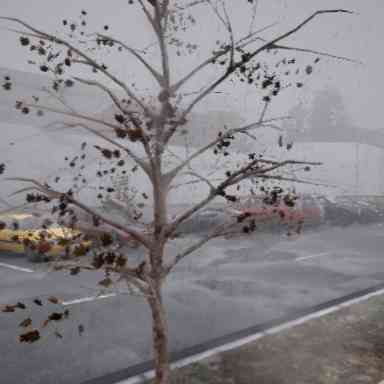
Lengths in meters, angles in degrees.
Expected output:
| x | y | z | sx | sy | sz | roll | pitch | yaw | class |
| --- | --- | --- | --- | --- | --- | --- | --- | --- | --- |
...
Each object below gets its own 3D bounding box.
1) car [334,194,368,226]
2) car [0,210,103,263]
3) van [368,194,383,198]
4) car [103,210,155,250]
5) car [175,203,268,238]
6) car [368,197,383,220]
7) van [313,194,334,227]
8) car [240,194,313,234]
| x | y | z | sx | sy | sz | roll | pitch | yaw | class |
| --- | --- | --- | --- | --- | --- | --- | --- | --- | --- |
| 8.536 | 1.147 | 22.635 | 5.566 | 2.045 | 2.435 | -1 | -1 | 35 | car |
| -5.923 | 1.487 | 12.167 | 5.366 | 1.575 | 1.946 | -1 | -1 | 35 | car |
| 13.274 | 1.128 | 26.167 | 4.442 | 1.987 | 1.878 | -1 | 0 | 35 | van |
| -3.621 | 1.516 | 13.982 | 4.792 | 1.488 | 2.163 | -1 | -1 | 35 | car |
| 1.220 | 1.501 | 17.453 | 4.674 | 1.452 | 2.002 | -1 | 0 | 35 | car |
| 10.948 | 1.376 | 24.369 | 4.892 | 1.521 | 2.231 | -1 | 0 | 35 | car |
| 6.178 | 1.194 | 20.855 | 4.442 | 1.987 | 1.878 | -1 | -1 | 35 | van |
| 3.620 | 1.193 | 19.201 | 5.566 | 2.045 | 2.435 | -1 | 0 | 35 | car |
